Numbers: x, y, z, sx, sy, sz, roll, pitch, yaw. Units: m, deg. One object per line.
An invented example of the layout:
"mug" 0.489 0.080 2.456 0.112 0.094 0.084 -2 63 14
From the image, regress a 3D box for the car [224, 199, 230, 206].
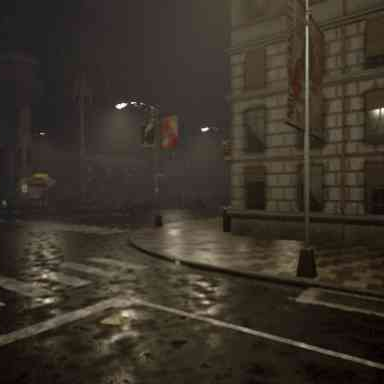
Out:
"car" 6.857 1.459 51.339 4.674 1.442 1.812 0 0 -45

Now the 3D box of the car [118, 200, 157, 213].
"car" -5.621 1.531 35.621 1.895 1.301 4.718 0 0 36

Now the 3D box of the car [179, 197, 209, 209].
"car" 0.278 1.423 43.553 2.128 1.511 4.902 0 0 37
